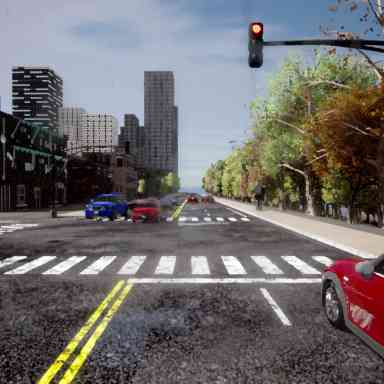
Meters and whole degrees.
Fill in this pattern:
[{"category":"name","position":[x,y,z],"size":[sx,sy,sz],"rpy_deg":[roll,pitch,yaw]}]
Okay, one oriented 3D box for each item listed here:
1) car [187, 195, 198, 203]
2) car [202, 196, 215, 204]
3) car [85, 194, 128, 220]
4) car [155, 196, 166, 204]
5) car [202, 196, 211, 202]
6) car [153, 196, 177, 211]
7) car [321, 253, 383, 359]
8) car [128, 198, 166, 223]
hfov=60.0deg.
[{"category":"car","position":[0.123,1.327,65.981],"size":[2.097,1.767,4.553],"rpy_deg":[0,0,0]},{"category":"car","position":[3.373,1.453,65.312],"size":[1.882,1.535,5.008],"rpy_deg":[0,0,0]},{"category":"car","position":[-7.013,1.214,28.025],"size":[2.150,2.045,5.566],"rpy_deg":[0,0,6]},{"category":"car","position":[-6.476,1.530,68.672],"size":[1.837,1.490,4.892],"rpy_deg":[0,0,0]},{"category":"car","position":[3.279,1.523,75.455],"size":[1.994,1.385,4.181],"rpy_deg":[0,0,0]},{"category":"car","position":[-3.324,1.534,41.695],"size":[2.033,1.411,5.357],"rpy_deg":[0,0,0]},{"category":"car","position":[3.350,1.351,4.140],"size":[2.097,1.767,4.553],"rpy_deg":[0,0,0]},{"category":"car","position":[-3.339,1.471,25.553],"size":[1.882,1.535,5.008],"rpy_deg":[0,0,0]}]
